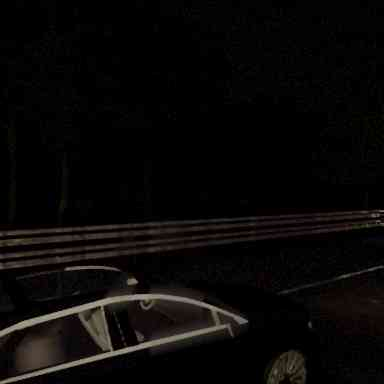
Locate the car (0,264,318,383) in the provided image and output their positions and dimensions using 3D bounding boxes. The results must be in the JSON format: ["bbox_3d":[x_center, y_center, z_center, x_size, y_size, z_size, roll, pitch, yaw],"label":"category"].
[{"bbox_3d":[-0.771,1.495,3.197,4.902,1.511,2.128,0,0,-36],"label":"car"}]
